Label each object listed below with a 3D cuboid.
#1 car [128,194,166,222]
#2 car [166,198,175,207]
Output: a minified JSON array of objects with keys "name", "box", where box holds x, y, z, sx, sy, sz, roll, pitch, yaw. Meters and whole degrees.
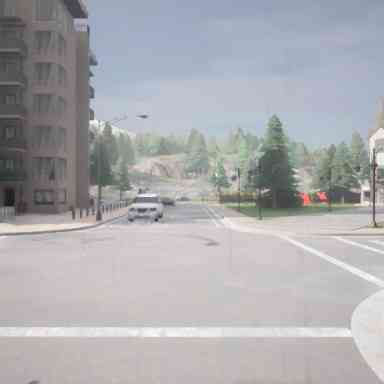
[{"name":"car","box":[-3.536,1.200,26.245,2.150,2.045,5.566,0,1,0]},{"name":"car","box":[-3.563,1.605,50.489,1.895,1.301,4.718,0,0,0]}]
